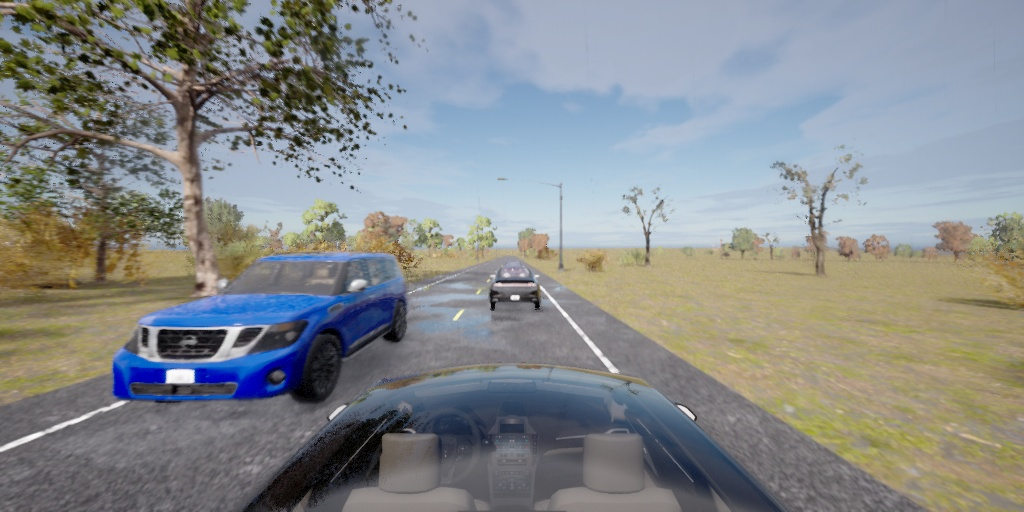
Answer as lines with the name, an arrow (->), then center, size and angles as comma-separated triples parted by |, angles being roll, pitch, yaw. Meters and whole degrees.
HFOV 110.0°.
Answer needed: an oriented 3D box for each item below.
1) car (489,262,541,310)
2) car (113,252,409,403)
car -> 0.102, 1.161, 14.312 | 2.128, 1.511, 4.902 | 0, 0, 0
car -> -3.599, 0.939, 6.652 | 2.150, 2.045, 5.566 | 0, 0, 0
